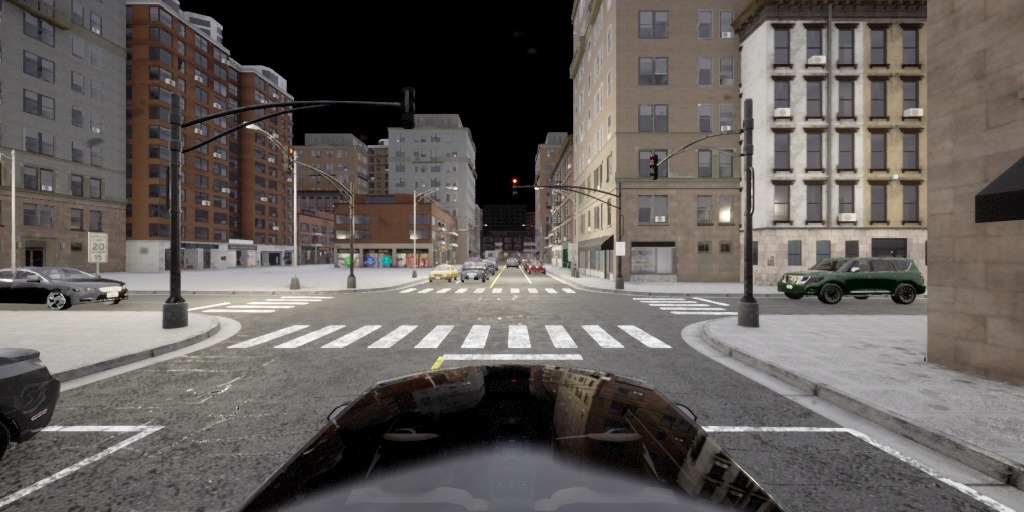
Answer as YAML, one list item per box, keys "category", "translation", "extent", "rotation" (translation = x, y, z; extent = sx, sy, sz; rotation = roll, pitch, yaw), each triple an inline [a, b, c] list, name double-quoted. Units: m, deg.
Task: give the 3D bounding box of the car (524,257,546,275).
- category: "car"
  translation: [2.659, 1.192, 39.875]
  extent: [1.967, 1.591, 4.097]
  rotation: [0, 0, 0]

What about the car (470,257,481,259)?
- category: "car"
  translation: [-5.359, 1.068, 51.205]
  extent: [2.192, 1.841, 5.009]
  rotation: [0, 0, 0]

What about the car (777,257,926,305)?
- category: "car"
  translation: [15.352, 1.057, 16.358]
  extent: [5.566, 2.045, 2.150]
  rotation: [0, 0, -2]

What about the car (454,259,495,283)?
- category: "car"
  translation: [-2.821, 1.243, 28.207]
  extent: [2.128, 1.511, 4.902]
  rotation: [0, 0, 2]

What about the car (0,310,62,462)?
- category: "car"
  translation: [-5.388, 1.300, 1.711]
  extent: [2.007, 1.370, 4.403]
  rotation: [0, 0, 0]

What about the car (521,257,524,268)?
- category: "car"
  translation: [2.663, 1.067, 45.537]
  extent: [2.192, 1.841, 5.009]
  rotation: [0, 0, 0]

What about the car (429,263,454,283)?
- category: "car"
  translation: [-5.372, 1.276, 28.387]
  extent: [1.751, 1.417, 4.829]
  rotation: [0, 0, 0]

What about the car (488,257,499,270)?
- category: "car"
  translation: [-2.810, 1.279, 48.183]
  extent: [1.812, 1.442, 4.674]
  rotation: [0, 0, 0]

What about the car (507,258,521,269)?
- category: "car"
  translation: [0.127, 1.318, 58.606]
  extent: [1.994, 1.385, 4.181]
  rotation: [0, 0, 1]

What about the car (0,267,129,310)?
- category: "car"
  translation: [-17.276, 1.163, 13.382]
  extent: [4.902, 1.511, 2.128]
  rotation: [0, 0, 2]

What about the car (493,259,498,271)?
- category: "car"
  translation: [-2.824, 1.316, 38.108]
  extent: [1.994, 1.385, 4.181]
  rotation: [0, 0, 0]
